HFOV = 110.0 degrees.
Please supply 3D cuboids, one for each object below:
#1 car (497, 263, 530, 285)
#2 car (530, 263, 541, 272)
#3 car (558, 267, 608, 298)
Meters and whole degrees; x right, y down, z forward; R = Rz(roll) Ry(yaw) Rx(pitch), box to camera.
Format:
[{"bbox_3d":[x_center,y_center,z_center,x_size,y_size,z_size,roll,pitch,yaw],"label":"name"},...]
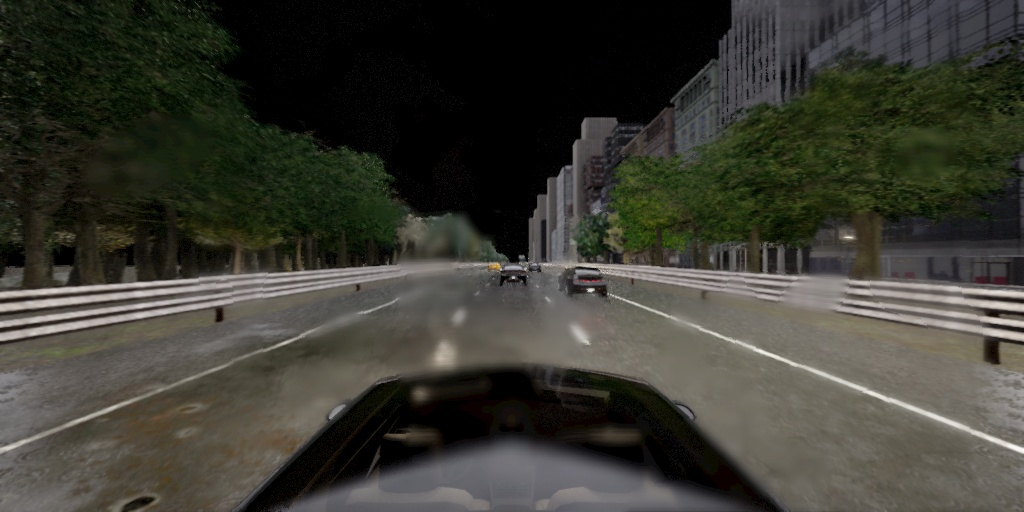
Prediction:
[{"bbox_3d":[0.094,1.344,27.064,1.882,1.535,5.008,0,-1,0],"label":"car"},{"bbox_3d":[3.590,1.817,57.607,1.812,1.442,4.674,0,-1,0],"label":"car"},{"bbox_3d":[3.597,1.313,18.717,1.837,1.490,4.892,0,0,0],"label":"car"}]
